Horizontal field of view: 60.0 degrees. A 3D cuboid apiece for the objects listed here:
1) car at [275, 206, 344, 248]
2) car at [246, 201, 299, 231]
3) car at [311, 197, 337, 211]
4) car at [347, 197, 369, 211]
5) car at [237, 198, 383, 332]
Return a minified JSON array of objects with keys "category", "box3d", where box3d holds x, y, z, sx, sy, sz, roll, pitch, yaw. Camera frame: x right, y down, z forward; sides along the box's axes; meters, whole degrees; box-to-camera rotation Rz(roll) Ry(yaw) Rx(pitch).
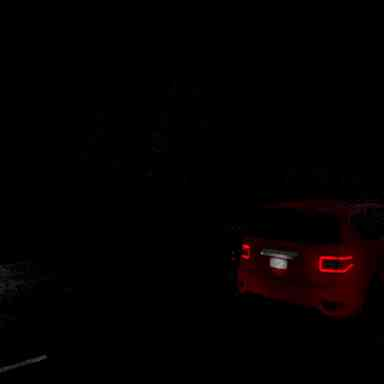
[{"category":"car","box3d":[5.628,1.463,15.538,1.812,1.442,4.674,0,0,35]},{"category":"car","box3d":[5.347,1.414,21.494,1.882,1.535,5.008,0,0,32]},{"category":"car","box3d":[15.384,1.375,38.674,2.033,1.411,5.357,-1,0,30]},{"category":"car","box3d":[18.964,1.357,37.883,1.994,1.385,4.181,-1,0,30]},{"category":"car","box3d":[3.254,1.188,7.092,5.566,2.045,2.150,-1,0,-45]}]
